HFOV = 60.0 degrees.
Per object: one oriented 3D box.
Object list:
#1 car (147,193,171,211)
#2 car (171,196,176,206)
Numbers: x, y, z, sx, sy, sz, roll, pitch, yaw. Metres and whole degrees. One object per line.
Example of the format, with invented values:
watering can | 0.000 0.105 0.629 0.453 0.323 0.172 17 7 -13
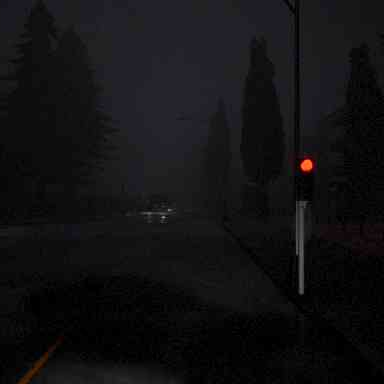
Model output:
car | -4.166 1.221 40.843 2.150 2.045 5.566 0 0 0
car | -4.167 1.218 51.653 2.150 2.045 5.566 0 0 0
